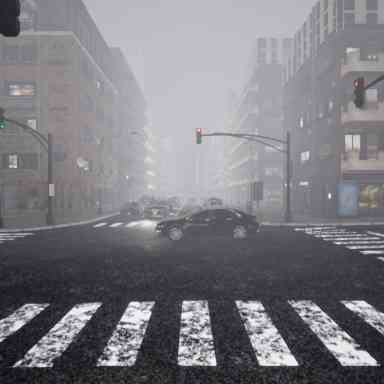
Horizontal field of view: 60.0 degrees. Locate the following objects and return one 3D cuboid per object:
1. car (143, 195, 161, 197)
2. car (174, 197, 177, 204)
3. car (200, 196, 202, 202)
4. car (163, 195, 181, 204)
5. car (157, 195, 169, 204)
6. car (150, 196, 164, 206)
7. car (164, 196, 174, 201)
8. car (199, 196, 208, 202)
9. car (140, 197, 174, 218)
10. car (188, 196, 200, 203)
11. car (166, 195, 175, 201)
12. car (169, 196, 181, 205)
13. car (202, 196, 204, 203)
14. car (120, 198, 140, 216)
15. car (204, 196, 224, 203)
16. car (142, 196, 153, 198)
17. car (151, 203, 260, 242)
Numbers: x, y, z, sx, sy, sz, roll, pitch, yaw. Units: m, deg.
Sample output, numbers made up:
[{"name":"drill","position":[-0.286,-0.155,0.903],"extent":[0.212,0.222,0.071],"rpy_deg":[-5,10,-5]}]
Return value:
[{"name":"car","position":[-5.715,1.326,43.535],"extent":[2.192,1.841,5.009],"rpy_deg":[0,0,0]},{"name":"car","position":[-3.121,1.610,39.901],"extent":[1.895,1.301,4.718],"rpy_deg":[0,0,0]},{"name":"car","position":[2.659,1.599,54.907],"extent":[1.802,1.307,4.206],"rpy_deg":[0,0,0]},{"name":"car","position":[-3.117,1.578,49.879],"extent":[1.994,1.385,4.181],"rpy_deg":[0,0,0]},{"name":"car","position":[-5.728,1.465,66.265],"extent":[1.967,1.590,4.097],"rpy_deg":[0,0,0]},{"name":"car","position":[-5.721,1.457,54.900],"extent":[1.967,1.590,4.097],"rpy_deg":[0,0,0]},{"name":"car","position":[-5.739,1.590,83.311],"extent":[2.008,1.369,4.403],"rpy_deg":[0,0,0]},{"name":"car","position":[2.645,1.585,77.636],"extent":[2.008,1.369,4.403],"rpy_deg":[0,0,0]},{"name":"car","position":[-3.108,1.498,30.602],"extent":[2.128,1.511,4.902],"rpy_deg":[0,0,1]},{"name":"car","position":[0.003,1.539,70.587],"extent":[2.128,1.511,4.902],"rpy_deg":[0,0,0]},{"name":"car","position":[-5.742,1.595,88.994],"extent":[2.008,1.369,4.403],"rpy_deg":[0,0,0]},{"name":"car","position":[-3.080,1.498,59.889],"extent":[1.882,1.535,5.008],"rpy_deg":[0,0,0]},{"name":"car","position":[2.665,1.451,43.542],"extent":[1.967,1.590,4.097],"rpy_deg":[0,0,0]},{"name":"car","position":[-5.708,1.572,32.170],"extent":[1.947,1.339,4.313],"rpy_deg":[0,0,0]},{"name":"car","position":[2.669,1.449,37.859],"extent":[1.967,1.590,4.097],"rpy_deg":[0,0,0]},{"name":"car","position":[-5.711,1.534,37.683],"extent":[1.752,1.417,4.829],"rpy_deg":[0,0,0]},{"name":"car","position":[0.742,1.461,15.798],"extent":[4.892,1.490,1.837],"rpy_deg":[-1,0,-1]}]
